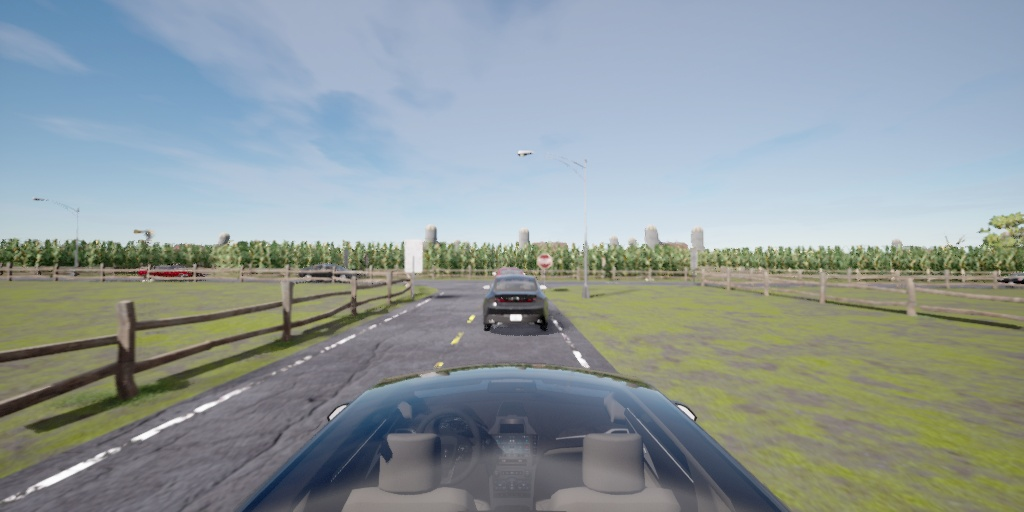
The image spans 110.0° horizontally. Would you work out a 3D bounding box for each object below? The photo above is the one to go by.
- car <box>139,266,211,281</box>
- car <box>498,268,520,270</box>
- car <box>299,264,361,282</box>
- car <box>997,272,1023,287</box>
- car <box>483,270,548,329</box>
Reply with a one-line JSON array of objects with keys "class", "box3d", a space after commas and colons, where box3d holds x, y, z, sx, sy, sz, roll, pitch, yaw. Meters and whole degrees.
[{"class": "car", "box3d": [-28.808, 1.474, 30.778, 4.718, 1.301, 1.895, 0, -2, 0]}, {"class": "car", "box3d": [-0.198, 1.468, 22.440, 1.882, 1.535, 5.008, 0, -1, -4]}, {"class": "car", "box3d": [-15.520, 1.464, 30.706, 4.892, 1.490, 1.837, 1, -2, 0]}, {"class": "car", "box3d": [44.568, 2.040, 30.421, 4.718, 1.301, 1.895, 1, -2, 1]}, {"class": "car", "box3d": [0.100, 1.371, 11.683, 1.837, 1.490, 4.892, 0, -1, 0]}]
